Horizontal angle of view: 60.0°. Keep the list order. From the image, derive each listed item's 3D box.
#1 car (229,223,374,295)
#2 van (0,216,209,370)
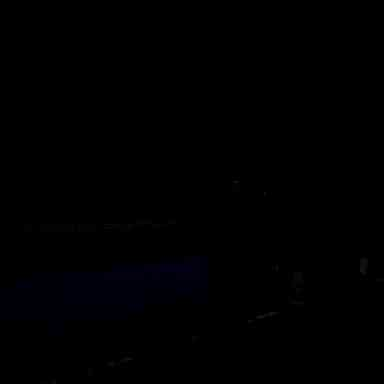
[{"bbox_3d":[2.976,1.546,8.685,4.507,1.381,1.887,0,0,-36],"label":"car"},{"bbox_3d":[-1.609,1.341,5.415,3.998,1.788,1.690,0,0,-36],"label":"van"}]
